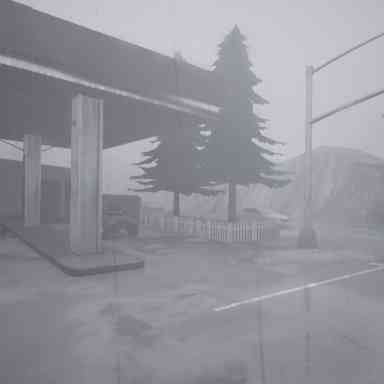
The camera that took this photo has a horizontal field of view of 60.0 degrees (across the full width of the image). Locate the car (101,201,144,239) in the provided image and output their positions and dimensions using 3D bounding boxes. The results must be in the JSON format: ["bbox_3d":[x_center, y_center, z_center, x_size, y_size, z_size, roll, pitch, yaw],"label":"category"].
[{"bbox_3d":[-4.534,1.446,18.268,1.905,1.878,3.866,1,0,-36],"label":"car"}]

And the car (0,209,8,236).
[{"bbox_3d":[-11.665,1.520,18.470,2.242,1.667,4.611,1,0,-36],"label":"car"}]

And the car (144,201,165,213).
[{"bbox_3d":[-5.093,1.694,38.007,2.033,1.411,5.357,1,0,-35],"label":"car"}]

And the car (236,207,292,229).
[{"bbox_3d":[4.931,1.789,23.810,1.812,1.442,4.674,1,0,-35],"label":"car"}]
